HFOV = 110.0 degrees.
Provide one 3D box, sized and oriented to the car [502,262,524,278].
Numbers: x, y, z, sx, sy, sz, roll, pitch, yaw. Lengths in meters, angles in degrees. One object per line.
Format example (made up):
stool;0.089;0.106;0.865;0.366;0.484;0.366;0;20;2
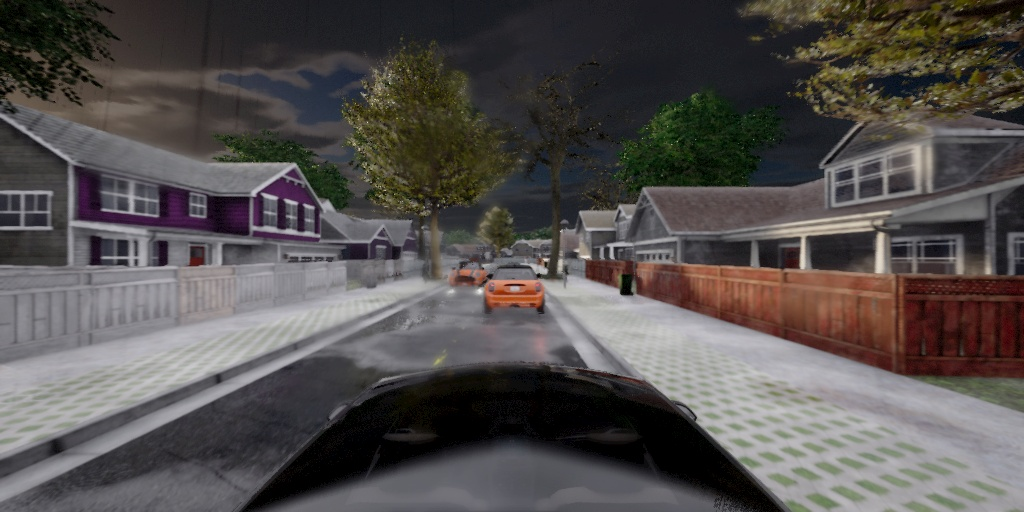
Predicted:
car;0.107;1.345;36.352;2.033;1.411;5.357;0;0;0

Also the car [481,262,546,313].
car;0.099;1.110;14.057;2.097;1.767;4.553;0;0;0

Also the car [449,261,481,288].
car;-2.838;1.123;23.859;2.097;1.767;4.553;0;0;0
